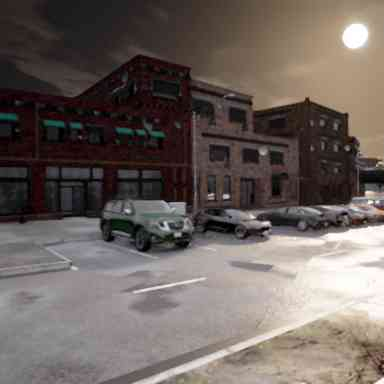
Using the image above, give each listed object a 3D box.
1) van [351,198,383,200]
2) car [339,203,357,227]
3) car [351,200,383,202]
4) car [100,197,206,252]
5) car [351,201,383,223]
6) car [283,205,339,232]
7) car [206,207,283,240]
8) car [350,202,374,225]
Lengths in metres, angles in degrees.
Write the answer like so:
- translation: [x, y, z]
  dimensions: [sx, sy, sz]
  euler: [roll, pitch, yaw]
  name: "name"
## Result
- translation: [16.590, 1.529, 30.728]
  dimensions: [1.878, 1.987, 4.442]
  euler: [1, -1, -43]
  name: "van"
- translation: [8.495, 1.689, 23.401]
  dimensions: [2.163, 1.488, 4.792]
  euler: [1, -1, -40]
  name: "car"
- translation: [14.781, 1.729, 28.655]
  dimensions: [1.946, 1.575, 5.366]
  euler: [1, -1, -42]
  name: "car"
- translation: [-2.183, 1.272, 14.688]
  dimensions: [2.435, 2.045, 5.566]
  euler: [0, -1, -37]
  name: "car"
- translation: [12.626, 1.751, 26.970]
  dimensions: [2.002, 1.452, 4.674]
  euler: [1, -1, -41]
  name: "car"
- translation: [6.431, 1.632, 21.611]
  dimensions: [2.231, 1.521, 4.892]
  euler: [1, -1, -39]
  name: "car"
- translation: [2.122, 1.598, 18.052]
  dimensions: [2.163, 1.488, 4.792]
  euler: [1, 0, -38]
  name: "car"
- translation: [10.598, 1.715, 25.140]
  dimensions: [2.163, 1.488, 4.792]
  euler: [1, -1, -41]
  name: "car"
